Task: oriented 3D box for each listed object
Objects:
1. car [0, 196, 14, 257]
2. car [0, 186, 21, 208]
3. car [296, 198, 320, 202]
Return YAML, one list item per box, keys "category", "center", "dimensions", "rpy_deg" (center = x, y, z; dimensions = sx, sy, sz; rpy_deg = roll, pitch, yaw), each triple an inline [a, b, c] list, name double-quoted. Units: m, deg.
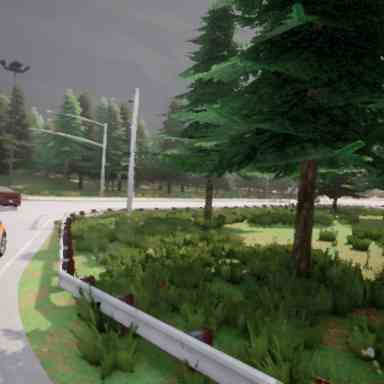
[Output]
- category: "car"
  center: [-6.261, 1.133, 8.669]
  dimensions: [2.097, 1.767, 4.553]
  rpy_deg: [3, 1, -22]
- category: "car"
  center: [-14.014, 0.240, 23.219]
  dimensions: [5.008, 1.535, 1.882]
  rpy_deg: [6, 2, 32]
- category: "car"
  center: [19.354, 1.173, 55.225]
  dimensions: [5.357, 1.411, 2.033]
  rpy_deg: [1, 4, -44]
